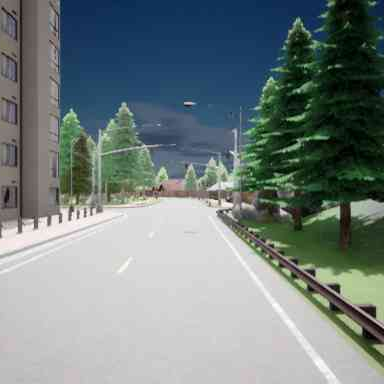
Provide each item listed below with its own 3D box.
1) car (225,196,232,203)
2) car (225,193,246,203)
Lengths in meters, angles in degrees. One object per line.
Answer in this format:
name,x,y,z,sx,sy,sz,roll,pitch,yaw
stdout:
car,8.846,1.110,62.404,4.605,1.855,1.932,0,0,-1
car,8.432,1.112,64.914,3.866,1.878,1.905,0,0,-1
